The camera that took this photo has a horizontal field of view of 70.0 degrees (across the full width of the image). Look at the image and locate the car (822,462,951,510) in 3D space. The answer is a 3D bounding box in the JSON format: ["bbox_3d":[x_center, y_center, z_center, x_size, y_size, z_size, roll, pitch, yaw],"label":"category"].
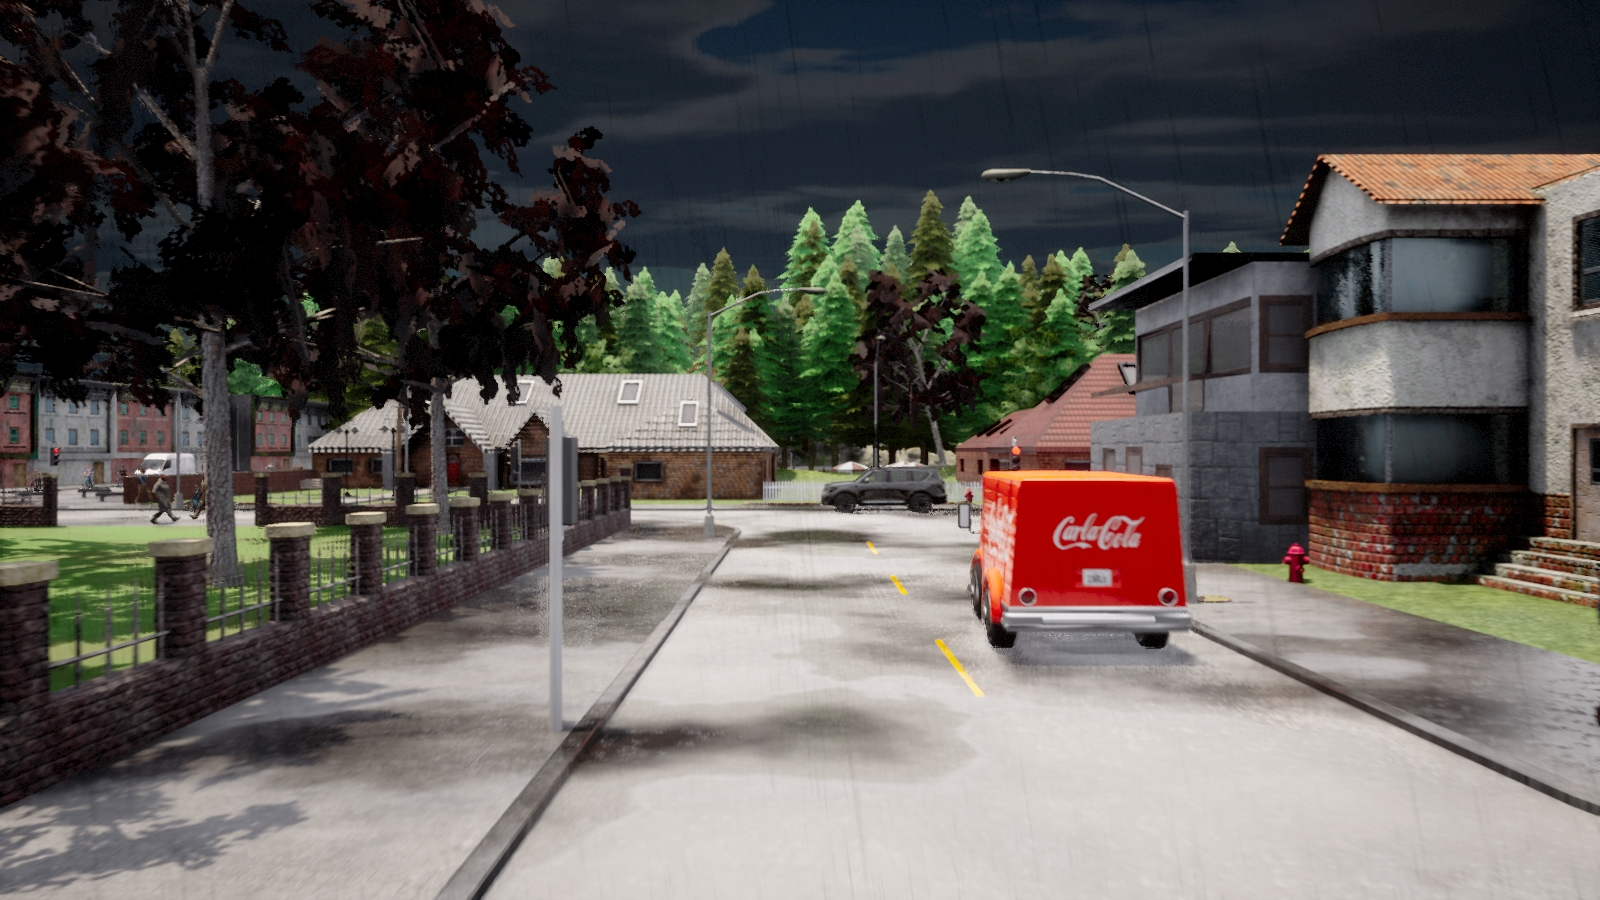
[{"bbox_3d":[3.771,1.558,50.592,5.566,2.045,2.150,0,0,0],"label":"car"}]

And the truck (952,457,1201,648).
[{"bbox_3d":[3.936,1.346,17.450,2.627,2.467,5.204,0,0,1],"label":"truck"}]

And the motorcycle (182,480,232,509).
[{"bbox_3d":[-26.262,1.959,50.623,1.805,1.236,0.856,0,0,0],"label":"motorcycle"}]

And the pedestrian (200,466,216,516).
[{"bbox_3d":[-21.927,1.521,42.332,0.375,1.860,0.375,0,0,3],"label":"pedestrian"}]

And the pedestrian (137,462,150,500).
[{"bbox_3d":[-32.135,1.514,55.923,0.375,1.860,0.375,0,0,0],"label":"pedestrian"}]

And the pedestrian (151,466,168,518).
[{"bbox_3d":[-23.129,1.523,41.263,0.375,1.860,0.375,0,0,2],"label":"pedestrian"}]
